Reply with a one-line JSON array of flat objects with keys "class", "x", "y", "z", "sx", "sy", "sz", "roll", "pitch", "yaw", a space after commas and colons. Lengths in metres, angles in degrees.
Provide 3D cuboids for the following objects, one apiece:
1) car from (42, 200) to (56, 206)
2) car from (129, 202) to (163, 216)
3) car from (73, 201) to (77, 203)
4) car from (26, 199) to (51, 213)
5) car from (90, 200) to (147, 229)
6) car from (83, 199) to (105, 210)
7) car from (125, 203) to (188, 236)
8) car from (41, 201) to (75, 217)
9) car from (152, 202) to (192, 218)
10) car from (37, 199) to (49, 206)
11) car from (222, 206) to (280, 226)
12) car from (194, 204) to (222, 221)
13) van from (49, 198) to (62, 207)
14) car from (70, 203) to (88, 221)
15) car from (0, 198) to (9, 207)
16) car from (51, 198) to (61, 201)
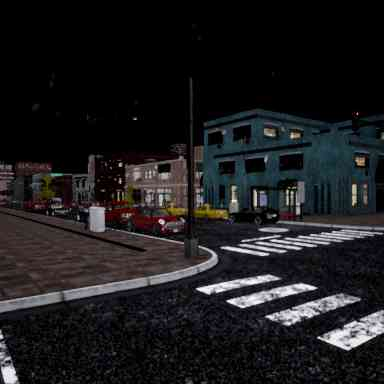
[{"class": "car", "x": -32.356, "y": 2.442, "z": 75.207, "sx": 1.887, "sy": 1.381, "sz": 4.507, "roll": -2, "pitch": 0, "yaw": -36}, {"class": "car", "x": -5.460, "y": 1.909, "z": 38.844, "sx": 2.008, "sy": 1.369, "sz": 4.403, "roll": -2, "pitch": 0, "yaw": -36}, {"class": "car", "x": -22.270, "y": 2.277, "z": 61.571, "sx": 1.802, "sy": 1.307, "sz": 4.206, "roll": -2, "pitch": 0, "yaw": -36}, {"class": "car", "x": -22.280, "y": 1.951, "z": 47.539, "sx": 2.192, "sy": 1.841, "sz": 5.009, "roll": -1, "pitch": 0, "yaw": -36}, {"class": "car", "x": -5.470, "y": 1.614, "z": 24.812, "sx": 2.192, "sy": 1.841, "sz": 5.009, "roll": -1, "pitch": 0, "yaw": -36}, {"class": "car", "x": -15.549, "y": 2.000, "z": 52.480, "sx": 1.967, "sy": 1.590, "sz": 4.097, "roll": -2, "pitch": 0, "yaw": -36}, {"class": "car", "x": -2.104, "y": 1.672, "z": 20.268, "sx": 1.967, "sy": 1.590, "sz": 4.097, "roll": -1, "pitch": 0, "yaw": -36}, {"class": "car", "x": -15.551, "y": 2.052, "z": 38.449, "sx": 2.008, "sy": 1.369, "sz": 4.403, "roll": -1, "pitch": 0, "yaw": -36}, {"class": "car", "x": -2.200, "y": 1.818, "z": 34.435, "sx": 1.752, "sy": 1.417, "sz": 4.829, "roll": -2, "pitch": 0, "yaw": -36}, {"class": "car", "x": -35.819, "y": 2.492, "z": 79.889, "sx": 1.752, "sy": 1.417, "sz": 4.829, "roll": -2, "pitch": 0, "yaw": -36}, {"class": "car", "x": 4.627, "y": 1.722, "z": 25.208, "sx": 1.947, "sy": 1.339, "sz": 4.313, "roll": -2, "pitch": 0, "yaw": -36}, {"class": "car", "x": 1.163, "y": 1.751, "z": 29.890, "sx": 1.752, "sy": 1.417, "sz": 4.829, "roll": -2, "pitch": 0, "yaw": -36}, {"class": "van", "x": -28.999, "y": 2.171, "z": 70.661, "sx": 1.690, "sy": 1.788, "sz": 3.998, "roll": -2, "pitch": 0, "yaw": -36}, {"class": "car", "x": -8.826, "y": 1.917, "z": 29.359, "sx": 2.008, "sy": 1.369, "sz": 4.403, "roll": -1, "pitch": 0, "yaw": -36}, {"class": "car", "x": -42.486, "y": 2.356, "z": 74.787, "sx": 2.192, "sy": 1.841, "sz": 5.009, "roll": -1, "pitch": 0, "yaw": -36}, {"class": "car", "x": -25.313, "y": 2.263, "z": 61.332, "sx": 1.812, "sy": 1.442, "sz": 4.674, "roll": -1, "pitch": 0, "yaw": -35}]
